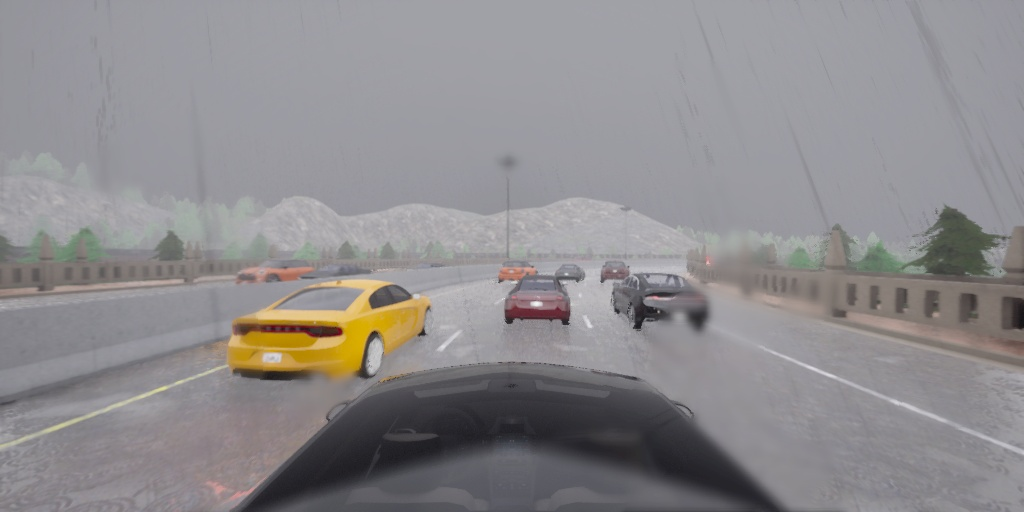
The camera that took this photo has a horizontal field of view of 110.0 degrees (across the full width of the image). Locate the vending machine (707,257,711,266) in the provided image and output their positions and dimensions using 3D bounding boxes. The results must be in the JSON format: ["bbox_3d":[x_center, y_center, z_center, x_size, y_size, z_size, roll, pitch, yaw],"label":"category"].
[{"bbox_3d":[21.060,1.041,38.771,1.100,2.100,0.880,0,0,29],"label":"vending machine"}]

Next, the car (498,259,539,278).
[{"bbox_3d":[0.529,1.099,27.207,2.097,1.767,4.553,0,0,16],"label":"car"}]

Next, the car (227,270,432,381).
[{"bbox_3d":[-3.071,1.211,7.282,1.882,1.535,5.008,0,0,3],"label":"car"}]

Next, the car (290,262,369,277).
[{"bbox_3d":[-11.472,1.236,23.685,2.033,1.411,5.357,0,0,13],"label":"car"}]

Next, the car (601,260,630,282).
[{"bbox_3d":[8.262,1.137,28.551,2.097,1.767,4.553,0,0,18],"label":"car"}]

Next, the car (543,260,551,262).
[{"bbox_3d":[5.447,1.327,61.445,1.994,1.385,4.181,0,0,36],"label":"car"}]

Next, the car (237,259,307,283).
[{"bbox_3d":[-15.080,1.023,23.205,2.097,1.767,4.553,0,0,12],"label":"car"}]

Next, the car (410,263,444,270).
[{"bbox_3d":[-6.660,1.259,28.477,2.033,1.411,5.357,0,0,16],"label":"car"}]

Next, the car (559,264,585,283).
[{"bbox_3d":[4.710,1.332,28.911,1.994,1.385,4.181,0,0,18],"label":"car"}]

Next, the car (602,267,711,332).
[{"bbox_3d":[4.300,1.261,11.033,2.128,1.511,4.902,0,0,6],"label":"car"}]

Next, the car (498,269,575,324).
[{"bbox_3d":[0.914,1.316,12.050,1.994,1.385,4.181,0,0,6],"label":"car"}]
